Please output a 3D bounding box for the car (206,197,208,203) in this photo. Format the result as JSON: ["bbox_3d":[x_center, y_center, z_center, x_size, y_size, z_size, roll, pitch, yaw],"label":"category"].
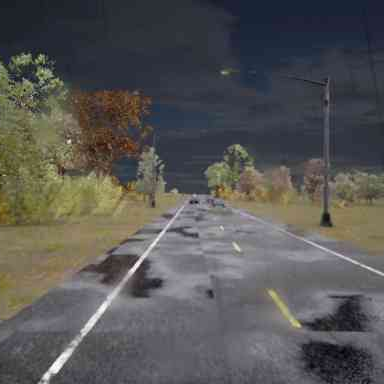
[{"bbox_3d":[4.065,1.607,71.302,2.033,1.411,5.357,0,0,0],"label":"car"}]

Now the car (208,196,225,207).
[{"bbox_3d":[4.007,1.603,51.745,2.033,1.411,5.357,0,0,0],"label":"car"}]

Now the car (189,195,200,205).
[{"bbox_3d":[0.462,1.637,61.358,1.895,1.301,4.718,0,0,1],"label":"car"}]
